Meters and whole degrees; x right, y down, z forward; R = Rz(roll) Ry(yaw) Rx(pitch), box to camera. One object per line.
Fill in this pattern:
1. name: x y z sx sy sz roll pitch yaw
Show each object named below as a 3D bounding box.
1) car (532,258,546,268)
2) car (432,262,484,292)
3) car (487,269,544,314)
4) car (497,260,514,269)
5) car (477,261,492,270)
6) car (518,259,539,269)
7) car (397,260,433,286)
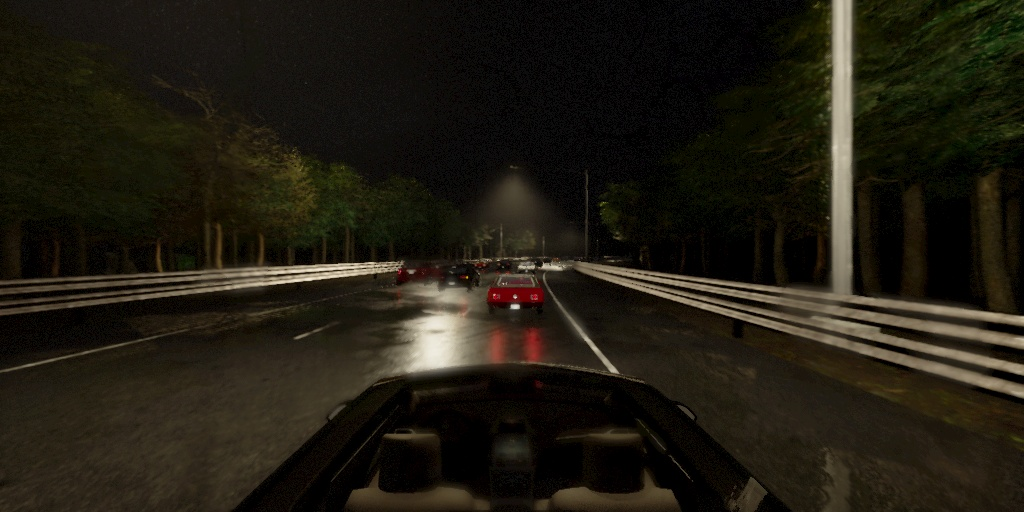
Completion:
1. car: 4.233 1.073 62.175 2.097 1.767 4.553 0 0 8
2. car: -2.997 1.261 20.917 1.812 1.442 4.674 0 0 3
3. car: 0.176 1.346 13.775 1.895 1.301 4.718 0 0 2
4. car: -0.870 1.248 48.956 1.812 1.442 4.674 0 0 6
5. car: -4.171 1.316 51.899 1.895 1.301 4.718 0 0 7
6. car: 1.781 1.333 40.850 1.895 1.301 4.718 0 0 5
7. car: -6.287 1.075 24.956 2.097 1.767 4.553 0 0 3
